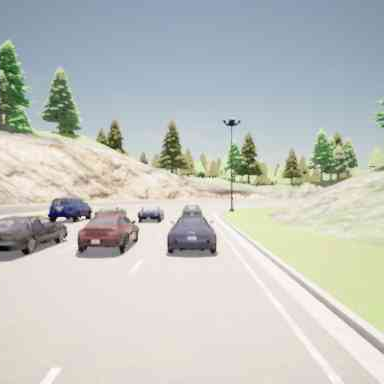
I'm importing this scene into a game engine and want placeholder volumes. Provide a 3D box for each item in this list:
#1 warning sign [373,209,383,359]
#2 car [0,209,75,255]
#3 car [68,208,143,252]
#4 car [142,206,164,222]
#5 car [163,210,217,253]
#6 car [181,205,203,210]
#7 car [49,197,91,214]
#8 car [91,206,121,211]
[{"bbox_3d":[3.050,1.152,3.860,1.300,1.860,1.060,0,-1,0],"label":"warning sign"},{"bbox_3d":[-6.998,1.679,13.976,2.033,1.411,5.357,0,-1,0],"label":"car"},{"bbox_3d":[-3.495,1.661,14.381,1.812,1.442,4.674,0,0,0],"label":"car"},{"bbox_3d":[-3.494,1.873,29.091,1.895,1.301,4.718,0,0,0],"label":"car"},{"bbox_3d":[0.003,1.699,14.288,1.994,1.385,4.181,0,0,0],"label":"car"},{"bbox_3d":[0.004,1.819,28.976,2.033,1.411,5.357,0,-1,0],"label":"car"},{"bbox_3d":[-10.496,1.488,29.007,2.150,2.045,5.566,0,0,0],"label":"car"},{"bbox_3d":[-6.994,1.873,29.093,1.895,1.301,4.718,0,0,0],"label":"car"}]
